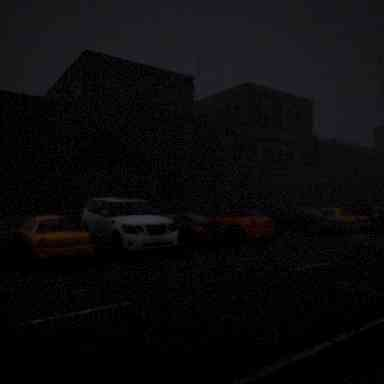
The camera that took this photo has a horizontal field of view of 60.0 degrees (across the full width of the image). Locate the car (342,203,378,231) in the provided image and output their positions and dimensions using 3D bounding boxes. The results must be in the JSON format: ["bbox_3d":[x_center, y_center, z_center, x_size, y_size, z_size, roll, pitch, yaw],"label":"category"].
[{"bbox_3d":[8.645,1.650,21.530,1.946,1.575,5.366,1,-1,-35],"label":"car"}]

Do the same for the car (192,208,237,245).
[{"bbox_3d":[-0.444,1.554,14.919,2.002,1.452,4.674,1,0,-35],"label":"car"}]

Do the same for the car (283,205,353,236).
[{"bbox_3d":[6.473,1.617,19.786,2.231,1.521,4.892,1,-1,-35],"label":"car"}]

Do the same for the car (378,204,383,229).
[{"bbox_3d":[10.946,1.564,22.886,2.185,1.767,4.553,1,-1,-35],"label":"car"}]

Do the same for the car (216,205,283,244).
[{"bbox_3d":[1.848,1.418,16.492,2.185,1.767,4.553,1,0,-35],"label":"car"}]

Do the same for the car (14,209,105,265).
[{"bbox_3d":[-5.096,1.473,11.881,1.946,1.575,5.366,0,0,-35],"label":"car"}]

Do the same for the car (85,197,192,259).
[{"bbox_3d":[-2.698,1.240,13.303,2.435,2.045,5.566,0,0,-35],"label":"car"}]
